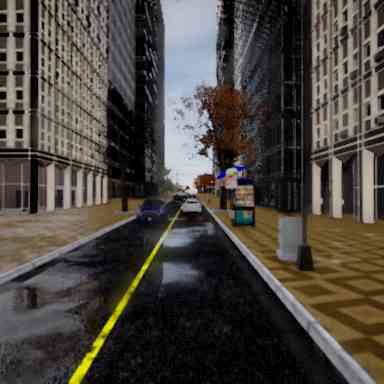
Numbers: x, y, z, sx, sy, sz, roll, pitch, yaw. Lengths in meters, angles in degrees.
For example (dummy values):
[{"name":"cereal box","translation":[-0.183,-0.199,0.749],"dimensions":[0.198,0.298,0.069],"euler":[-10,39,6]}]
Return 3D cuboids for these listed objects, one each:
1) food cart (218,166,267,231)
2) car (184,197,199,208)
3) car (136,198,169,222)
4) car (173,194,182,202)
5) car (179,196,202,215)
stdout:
[{"name":"food cart","translation":[2.979,0.382,20.774],"dimensions":[2.280,3.560,4.660],"euler":[-1,0,0]},{"name":"car","translation":[0.011,1.424,44.411],"dimensions":[1.895,1.301,4.718],"euler":[0,0,0]},{"name":"car","translation":[-2.860,1.252,24.828],"dimensions":[2.097,1.767,4.553],"euler":[0,0,0]},{"name":"car","translation":[-2.791,1.236,65.916],"dimensions":[1.837,1.490,4.892],"euler":[0,1,0]},{"name":"car","translation":[0.026,1.398,31.975],"dimensions":[1.812,1.442,4.674],"euler":[0,0,1]}]
